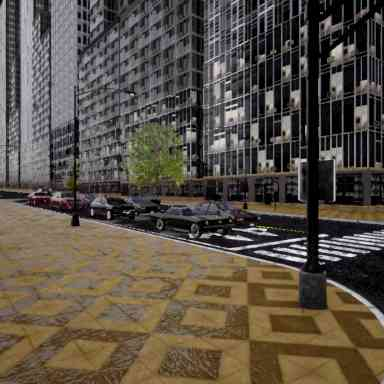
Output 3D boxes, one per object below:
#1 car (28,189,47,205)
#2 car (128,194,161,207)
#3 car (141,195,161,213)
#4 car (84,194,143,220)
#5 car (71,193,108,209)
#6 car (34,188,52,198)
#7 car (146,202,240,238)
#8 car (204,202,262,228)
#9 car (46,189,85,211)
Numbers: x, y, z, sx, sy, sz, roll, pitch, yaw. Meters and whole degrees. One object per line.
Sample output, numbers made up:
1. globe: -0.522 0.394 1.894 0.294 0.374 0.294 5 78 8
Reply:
1. car: -18.125 0.712 39.593 1.882 1.535 5.008 0 1 -37
2. car: -5.766 0.960 39.875 1.895 1.301 4.718 0 1 -38
3. car: -4.655 1.104 27.614 2.033 1.411 5.357 0 1 -37
4. car: -5.696 1.110 23.671 1.837 1.490 4.892 0 1 -38
5. car: -11.161 0.911 35.912 2.033 1.411 5.357 0 1 -38
6. car: -28.519 0.111 63.692 2.097 1.767 4.553 0 1 -38
7. car: -0.105 1.372 16.562 1.895 1.301 4.718 0 1 -38
8. car: 1.618 1.289 19.682 2.033 1.411 5.357 0 1 -36
9. car: -11.814 0.776 31.472 2.097 1.767 4.553 0 1 -38
